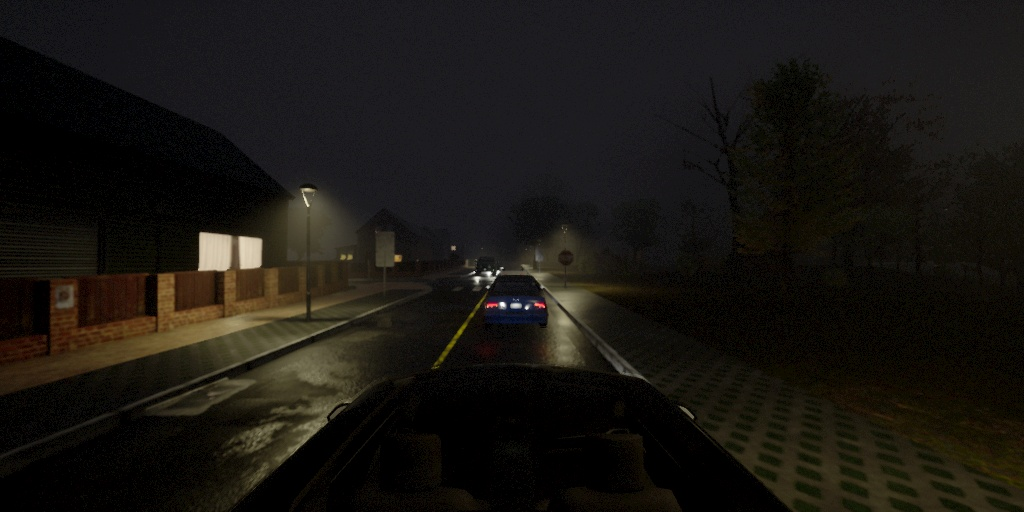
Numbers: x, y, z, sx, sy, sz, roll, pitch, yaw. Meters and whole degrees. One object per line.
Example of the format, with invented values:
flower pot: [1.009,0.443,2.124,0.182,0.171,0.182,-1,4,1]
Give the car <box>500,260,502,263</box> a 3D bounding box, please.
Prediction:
car: [-2.756,1.354,53.252,2.128,1.511,4.902,0,0,0]

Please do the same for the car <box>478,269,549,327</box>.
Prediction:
car: [0.104,1.307,11.580,2.033,1.411,5.357,0,0,0]

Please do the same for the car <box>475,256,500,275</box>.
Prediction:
car: [-2.798,1.040,39.783,2.150,2.045,5.566,0,0,0]

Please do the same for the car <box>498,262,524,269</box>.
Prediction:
car: [0.124,1.391,28.427,1.895,1.301,4.718,0,0,0]
